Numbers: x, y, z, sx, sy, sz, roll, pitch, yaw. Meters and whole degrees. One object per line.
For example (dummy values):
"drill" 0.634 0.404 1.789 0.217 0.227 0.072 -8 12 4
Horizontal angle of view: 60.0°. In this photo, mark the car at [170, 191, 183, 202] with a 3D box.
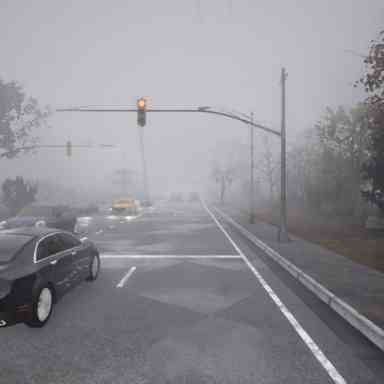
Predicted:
"car" -3.007 0.836 64.409 2.097 1.767 4.553 0 3 0

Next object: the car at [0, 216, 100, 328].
"car" -3.374 1.505 6.997 1.837 1.490 4.892 0 0 0

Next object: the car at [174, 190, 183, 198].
"car" -3.032 0.442 74.460 1.882 1.535 5.008 0 3 0

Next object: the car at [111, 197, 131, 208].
"car" -10.308 1.469 48.853 1.882 1.535 5.008 0 0 0

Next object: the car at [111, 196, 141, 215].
"car" -6.912 1.476 34.309 1.882 1.535 5.008 0 0 0

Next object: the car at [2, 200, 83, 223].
"car" -7.037 1.351 15.614 2.097 1.767 4.553 0 0 0

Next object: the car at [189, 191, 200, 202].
"car" 0.492 1.001 63.880 2.128 1.511 4.902 0 3 0

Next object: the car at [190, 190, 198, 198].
"car" 0.462 0.452 74.247 1.882 1.535 5.008 0 3 0

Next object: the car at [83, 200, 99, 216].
"car" -10.440 1.524 32.515 1.812 1.442 4.674 0 0 1

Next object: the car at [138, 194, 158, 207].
"car" -6.793 1.457 50.806 1.882 1.535 5.008 0 1 0

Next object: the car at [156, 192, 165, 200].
"car" -6.580 0.812 68.331 1.812 1.442 4.674 0 3 0
